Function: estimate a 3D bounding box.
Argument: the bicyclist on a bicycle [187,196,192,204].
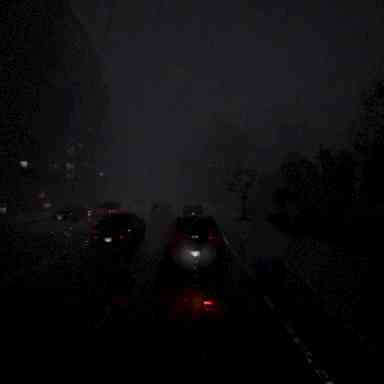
[{"bbox_3d":[-0.402,1.835,71.696,0.659,1.776,1.843,0,0,-4],"label":"bicyclist on a bicycle"}]

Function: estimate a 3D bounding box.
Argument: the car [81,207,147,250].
[{"bbox_3d":[-3.146,1.622,14.802,1.812,1.442,4.674,0,0,0],"label":"car"}]

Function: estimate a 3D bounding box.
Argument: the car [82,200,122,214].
[{"bbox_3d":[-6.595,1.522,25.828,2.097,1.767,4.553,0,0,0],"label":"car"}]

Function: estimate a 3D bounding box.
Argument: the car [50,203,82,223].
[{"bbox_3d":[-9.846,1.670,27.184,2.128,1.511,4.902,0,0,0],"label":"car"}]

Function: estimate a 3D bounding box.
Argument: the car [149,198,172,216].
[{"bbox_3d":[-3.182,1.723,35.103,2.128,1.511,4.902,0,0,0],"label":"car"}]

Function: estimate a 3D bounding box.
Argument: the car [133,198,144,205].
[{"bbox_3d":[-10.854,1.949,68.041,1.837,1.490,4.892,0,0,-3],"label":"car"}]

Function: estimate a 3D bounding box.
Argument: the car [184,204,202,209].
[{"bbox_3d":[0.084,1.822,33.606,1.895,1.301,4.718,0,0,0],"label":"car"}]

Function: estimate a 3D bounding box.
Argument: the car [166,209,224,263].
[{"bbox_3d":[0.100,1.585,12.293,1.837,1.490,4.892,0,0,0],"label":"car"}]

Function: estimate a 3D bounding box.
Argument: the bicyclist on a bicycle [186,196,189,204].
[{"bbox_3d":[-1.017,1.890,80.750,0.659,1.776,1.843,0,0,-4],"label":"bicyclist on a bicycle"}]
